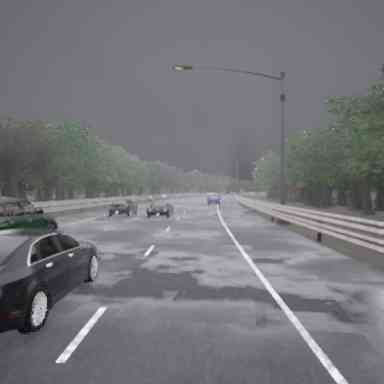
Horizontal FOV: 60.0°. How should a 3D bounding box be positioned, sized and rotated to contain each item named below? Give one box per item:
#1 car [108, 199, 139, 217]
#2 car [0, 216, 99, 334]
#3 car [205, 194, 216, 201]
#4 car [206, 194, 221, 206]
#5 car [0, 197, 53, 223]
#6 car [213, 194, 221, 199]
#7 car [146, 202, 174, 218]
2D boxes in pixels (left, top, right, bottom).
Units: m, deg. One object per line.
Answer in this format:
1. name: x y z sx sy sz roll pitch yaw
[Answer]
1. car: -6.123 1.415 30.050 1.837 1.490 4.892 0 0 3
2. car: -3.331 1.488 6.726 1.837 1.490 4.892 0 0 1
3. car: 4.046 1.192 70.727 2.033 1.411 5.357 0 0 7
4. car: 3.438 1.316 51.770 1.882 1.535 5.008 0 0 5
5. car: -6.759 1.192 11.670 2.150 2.045 5.566 0 0 1
6. car: 6.752 1.182 91.132 1.812 1.442 4.674 0 0 9
7. car: -2.671 1.517 29.113 1.895 1.301 4.718 0 0 3
